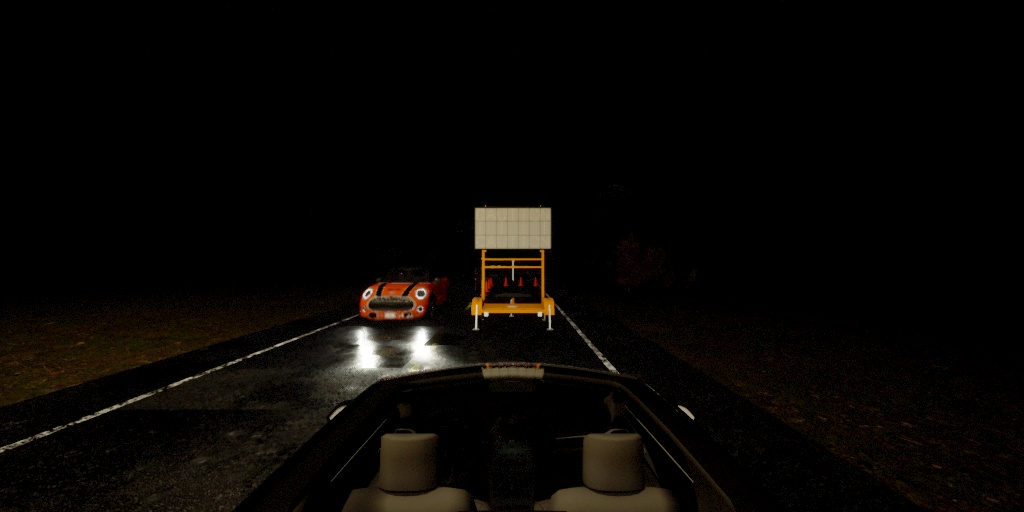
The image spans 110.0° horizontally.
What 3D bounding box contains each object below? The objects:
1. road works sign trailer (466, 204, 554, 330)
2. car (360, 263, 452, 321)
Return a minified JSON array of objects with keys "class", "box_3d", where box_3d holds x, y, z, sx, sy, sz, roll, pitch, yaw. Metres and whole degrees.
[{"class":"road works sign trailer","box_3d":[0.034,0.215,11.107,2.380,3.560,2.880,0,0,0]},{"class":"car","box_3d":[-3.461,1.103,12.448,2.097,1.767,4.553,0,0,0]}]
